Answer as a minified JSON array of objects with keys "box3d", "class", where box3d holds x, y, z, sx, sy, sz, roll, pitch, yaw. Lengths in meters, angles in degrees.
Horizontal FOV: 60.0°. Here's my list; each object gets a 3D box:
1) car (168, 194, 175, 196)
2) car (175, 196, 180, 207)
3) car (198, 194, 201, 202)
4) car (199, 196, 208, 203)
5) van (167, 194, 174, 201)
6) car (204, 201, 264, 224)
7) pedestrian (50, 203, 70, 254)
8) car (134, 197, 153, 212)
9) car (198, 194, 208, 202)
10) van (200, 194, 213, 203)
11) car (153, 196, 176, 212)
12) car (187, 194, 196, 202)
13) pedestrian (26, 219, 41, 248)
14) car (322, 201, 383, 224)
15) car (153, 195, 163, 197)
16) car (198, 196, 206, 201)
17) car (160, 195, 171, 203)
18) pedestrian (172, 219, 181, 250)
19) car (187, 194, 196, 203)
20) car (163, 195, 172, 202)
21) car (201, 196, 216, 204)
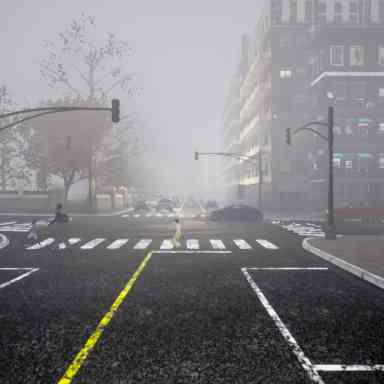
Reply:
[{"box3d":[-3.183,1.560,61.947,1.837,1.490,4.892,0,-1,0],"class":"car"},{"box3d":[-3.185,1.635,49.051,1.895,1.301,4.718,0,0,0],"class":"car"},{"box3d":[2.575,1.494,62.258,1.967,1.590,4.097,0,0,0],"class":"car"},{"box3d":[2.553,1.619,73.518,1.887,1.381,4.507,0,0,0],"class":"car"},{"box3d":[-5.860,1.453,90.393,1.690,1.788,3.998,0,0,0],"class":"van"},{"box3d":[3.178,1.583,24.705,4.181,1.385,1.994,1,0,-1],"class":"car"},{"box3d":[-4.826,1.296,12.194,0.375,1.860,0.375,0,0,0],"class":"pedestrian"},{"box3d":[-5.762,1.589,39.721,1.947,1.339,4.313,0,0,0],"class":"car"},{"box3d":[2.543,1.401,79.148,2.192,1.841,5.009,0,0,0],"class":"car"},{"box3d":[2.597,1.377,50.998,1.690,1.788,3.998,0,0,0],"class":"van"},{"box3d":[-3.167,1.548,39.128,1.812,1.442,4.674,0,0,0],"class":"car"},{"box3d":[-0.148,1.318,78.837,2.097,1.767,4.553,0,0,0],"class":"car"},{"box3d":[-6.316,1.296,13.392,0.375,1.860,0.375,0,0,0],"class":"pedestrian"},{"box3d":[13.415,1.609,27.435,5.009,1.841,2.192,1,-1,-1],"class":"car"},{"box3d":[-5.783,1.561,50.812,1.752,1.417,4.829,0,0,0],"class":"car"},{"box3d":[2.531,1.649,84.779,2.008,1.369,4.403,0,0,0],"class":"car"},{"box3d":[-5.827,1.515,73.503,1.967,1.590,4.097,0,0,0],"class":"car"},{"box3d":[-0.515,1.578,12.801,0.375,1.300,0.375,0,0,0],"class":"pedestrian"},{"box3d":[-0.130,1.612,68.448,2.033,1.411,5.357,0,0,0],"class":"car"},{"box3d":[-5.837,1.526,79.132,1.967,1.590,4.097,0,0,0],"class":"car"},{"box3d":[2.608,1.574,45.367,1.887,1.381,4.507,0,0,0],"class":"car"}]
